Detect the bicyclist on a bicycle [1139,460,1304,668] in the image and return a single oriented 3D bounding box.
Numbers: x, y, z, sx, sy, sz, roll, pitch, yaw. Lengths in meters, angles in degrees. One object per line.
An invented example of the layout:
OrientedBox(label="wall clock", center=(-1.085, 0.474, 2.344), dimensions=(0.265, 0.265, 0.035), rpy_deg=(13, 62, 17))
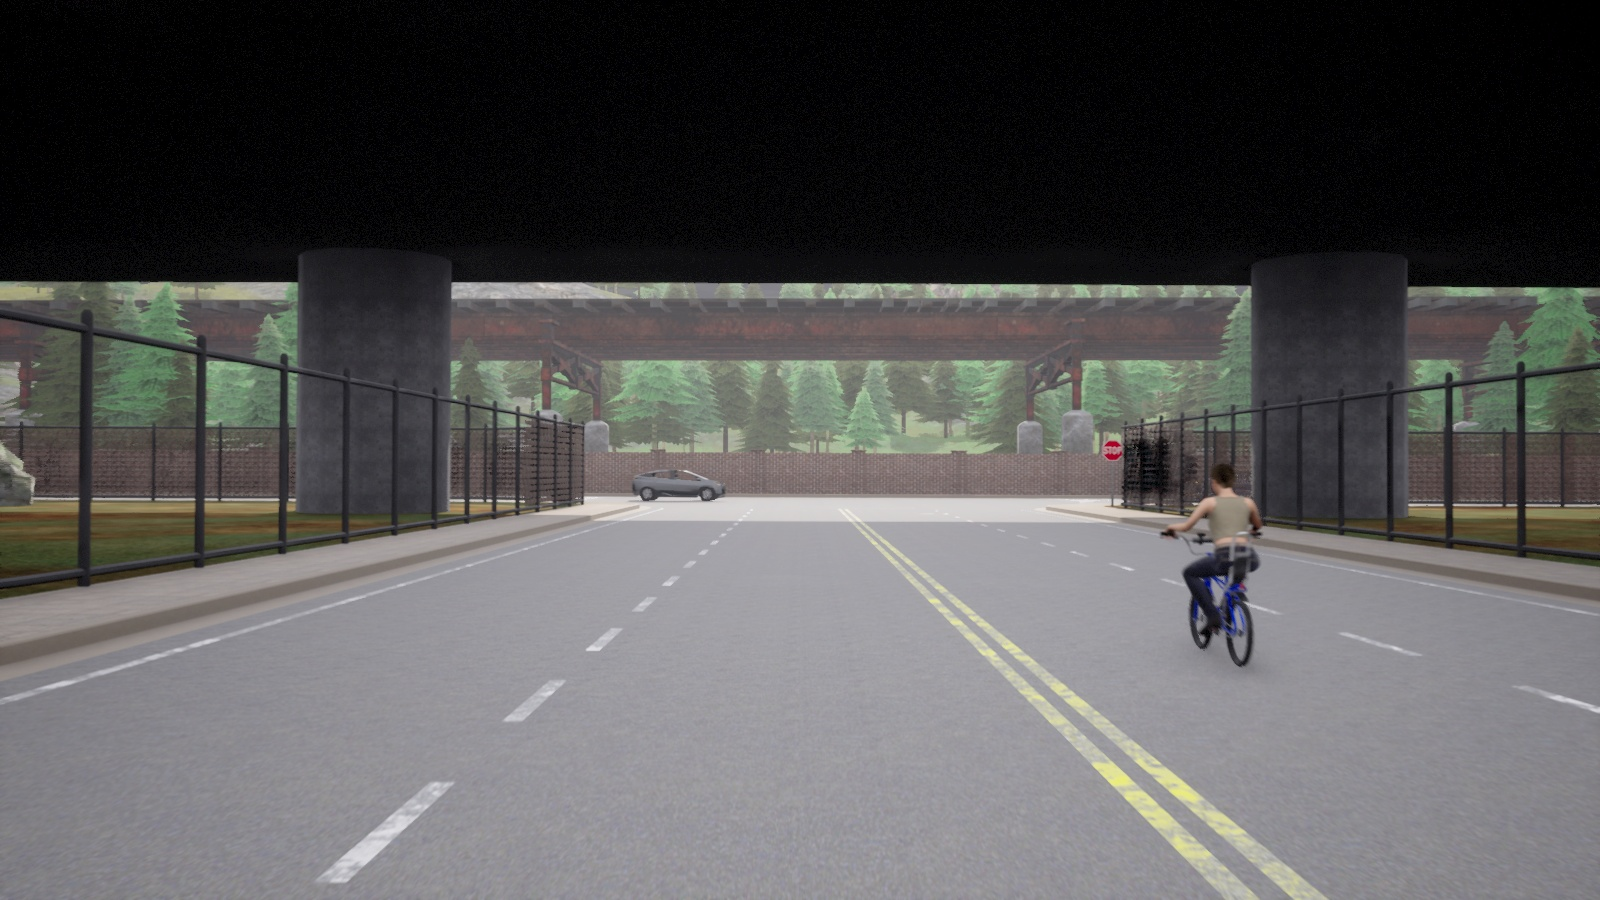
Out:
OrientedBox(label="bicyclist on a bicycle", center=(3.480, 0.895, 10.523), dimensions=(0.866, 1.612, 1.509), rpy_deg=(0, -1, 0))

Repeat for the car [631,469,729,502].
OrientedBox(label="car", center=(-5.691, 1.693, 59.937), dimensions=(4.514, 1.525, 2.007), rpy_deg=(0, -1, 0))

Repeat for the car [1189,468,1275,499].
OrientedBox(label="car", center=(21.665, 1.662, 63.034), dimensions=(3.705, 1.549, 1.789), rpy_deg=(0, -1, 1))
